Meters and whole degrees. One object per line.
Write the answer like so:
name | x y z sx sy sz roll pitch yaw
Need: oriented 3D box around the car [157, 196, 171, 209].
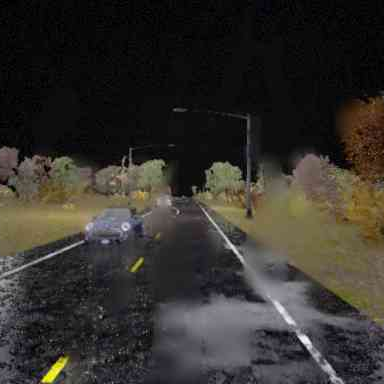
car | -4.739 1.732 56.512 2.150 2.045 5.566 0 -1 -6

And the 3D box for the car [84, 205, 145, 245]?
car | -3.603 1.491 16.103 2.097 1.767 4.553 0 0 0
